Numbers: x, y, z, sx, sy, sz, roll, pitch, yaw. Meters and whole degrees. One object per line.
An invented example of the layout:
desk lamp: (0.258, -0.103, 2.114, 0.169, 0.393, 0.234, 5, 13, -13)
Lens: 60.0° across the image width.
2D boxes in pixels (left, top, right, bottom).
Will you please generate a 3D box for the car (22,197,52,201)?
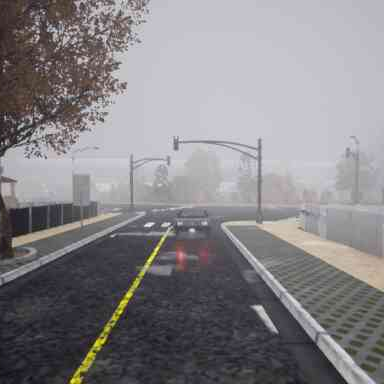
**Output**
car: (-26.885, 1.861, 57.816, 4.718, 1.301, 1.895, -1, 2, 37)

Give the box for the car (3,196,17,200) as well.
car: (-40.871, 1.734, 72.047, 5.357, 1.411, 2.033, -1, 2, 36)

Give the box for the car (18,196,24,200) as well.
car: (-31.639, 1.765, 65.343, 4.181, 1.385, 1.994, -1, 2, 36)

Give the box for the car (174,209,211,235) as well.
car: (0.071, 1.596, 18.710, 1.895, 1.301, 4.718, 0, 0, 1)

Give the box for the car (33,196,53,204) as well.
car: (-30.859, 1.658, 68.791, 4.181, 1.385, 1.994, -1, 2, 36)
